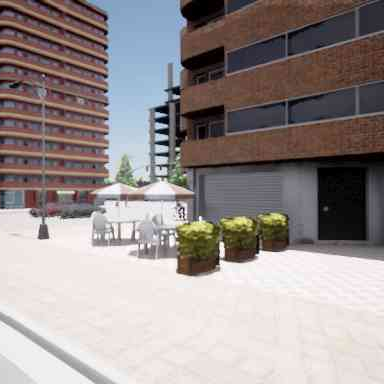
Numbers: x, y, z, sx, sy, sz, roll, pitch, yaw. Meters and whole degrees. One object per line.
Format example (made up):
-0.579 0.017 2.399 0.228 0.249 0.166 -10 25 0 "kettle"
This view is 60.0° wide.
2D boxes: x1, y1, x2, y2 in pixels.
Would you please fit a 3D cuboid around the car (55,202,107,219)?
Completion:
-10.158 1.709 31.272 1.994 1.385 4.181 0 0 41 "car"

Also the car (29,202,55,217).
-13.717 1.720 32.772 1.994 1.385 4.181 0 0 41 "car"

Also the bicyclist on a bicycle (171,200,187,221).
-0.996 1.414 25.344 1.656 1.620 0.582 -1 0 41 "bicyclist on a bicycle"
